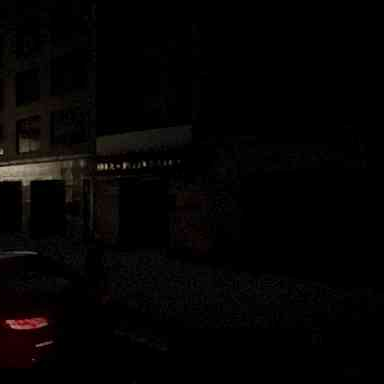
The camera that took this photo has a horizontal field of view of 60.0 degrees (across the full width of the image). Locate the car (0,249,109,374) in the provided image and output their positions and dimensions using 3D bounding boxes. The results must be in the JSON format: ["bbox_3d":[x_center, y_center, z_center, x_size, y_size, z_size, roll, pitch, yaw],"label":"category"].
[{"bbox_3d":[-3.005,1.582,5.224,4.206,1.307,1.802,0,0,36],"label":"car"}]

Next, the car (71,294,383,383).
[{"bbox_3d":[1.494,1.551,2.014,4.403,1.369,2.008,0,0,36],"label":"car"}]
